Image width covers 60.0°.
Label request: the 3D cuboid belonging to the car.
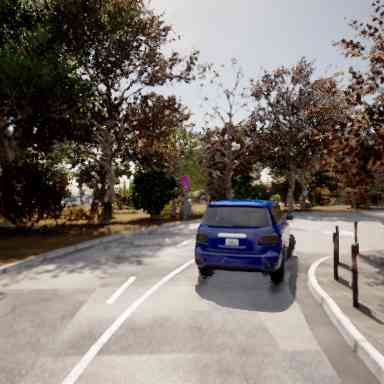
[{"bbox_3d":[1.798,1.250,10.115,2.150,2.045,5.566,0,0,19],"label":"car"}]
